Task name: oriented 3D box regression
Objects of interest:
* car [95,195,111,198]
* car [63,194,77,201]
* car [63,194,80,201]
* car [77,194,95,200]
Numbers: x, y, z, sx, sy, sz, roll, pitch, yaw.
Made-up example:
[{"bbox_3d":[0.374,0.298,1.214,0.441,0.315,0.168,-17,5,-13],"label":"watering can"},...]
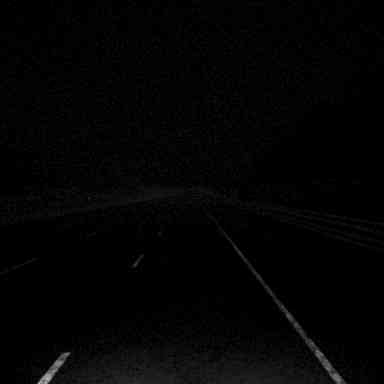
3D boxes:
[{"bbox_3d":[-17.479,1.414,67.397,1.882,1.535,5.008,0,0,0],"label":"car"},{"bbox_3d":[-24.479,1.461,67.398,2.128,1.511,4.902,0,0,0],"label":"car"},{"bbox_3d":[-27.341,1.159,75.570,2.128,1.511,4.902,0,0,-3],"label":"car"},{"bbox_3d":[-20.979,1.291,67.427,2.097,1.767,4.553,0,0,0],"label":"car"}]
